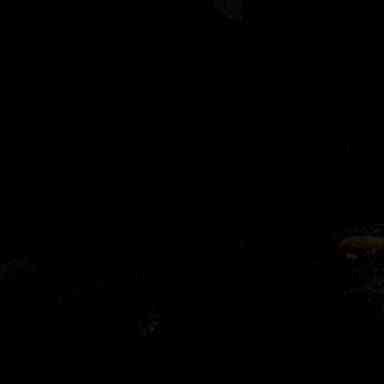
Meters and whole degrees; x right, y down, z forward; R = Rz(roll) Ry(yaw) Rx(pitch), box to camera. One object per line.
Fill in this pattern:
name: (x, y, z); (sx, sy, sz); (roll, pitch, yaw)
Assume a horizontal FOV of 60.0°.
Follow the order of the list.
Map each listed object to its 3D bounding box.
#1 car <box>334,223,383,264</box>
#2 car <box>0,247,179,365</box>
car: (6.746, 1.641, 11.362); (4.829, 1.417, 1.752); (1, -1, -36)
car: (-2.207, 1.575, 4.969); (4.313, 1.339, 1.947); (1, -1, -36)
